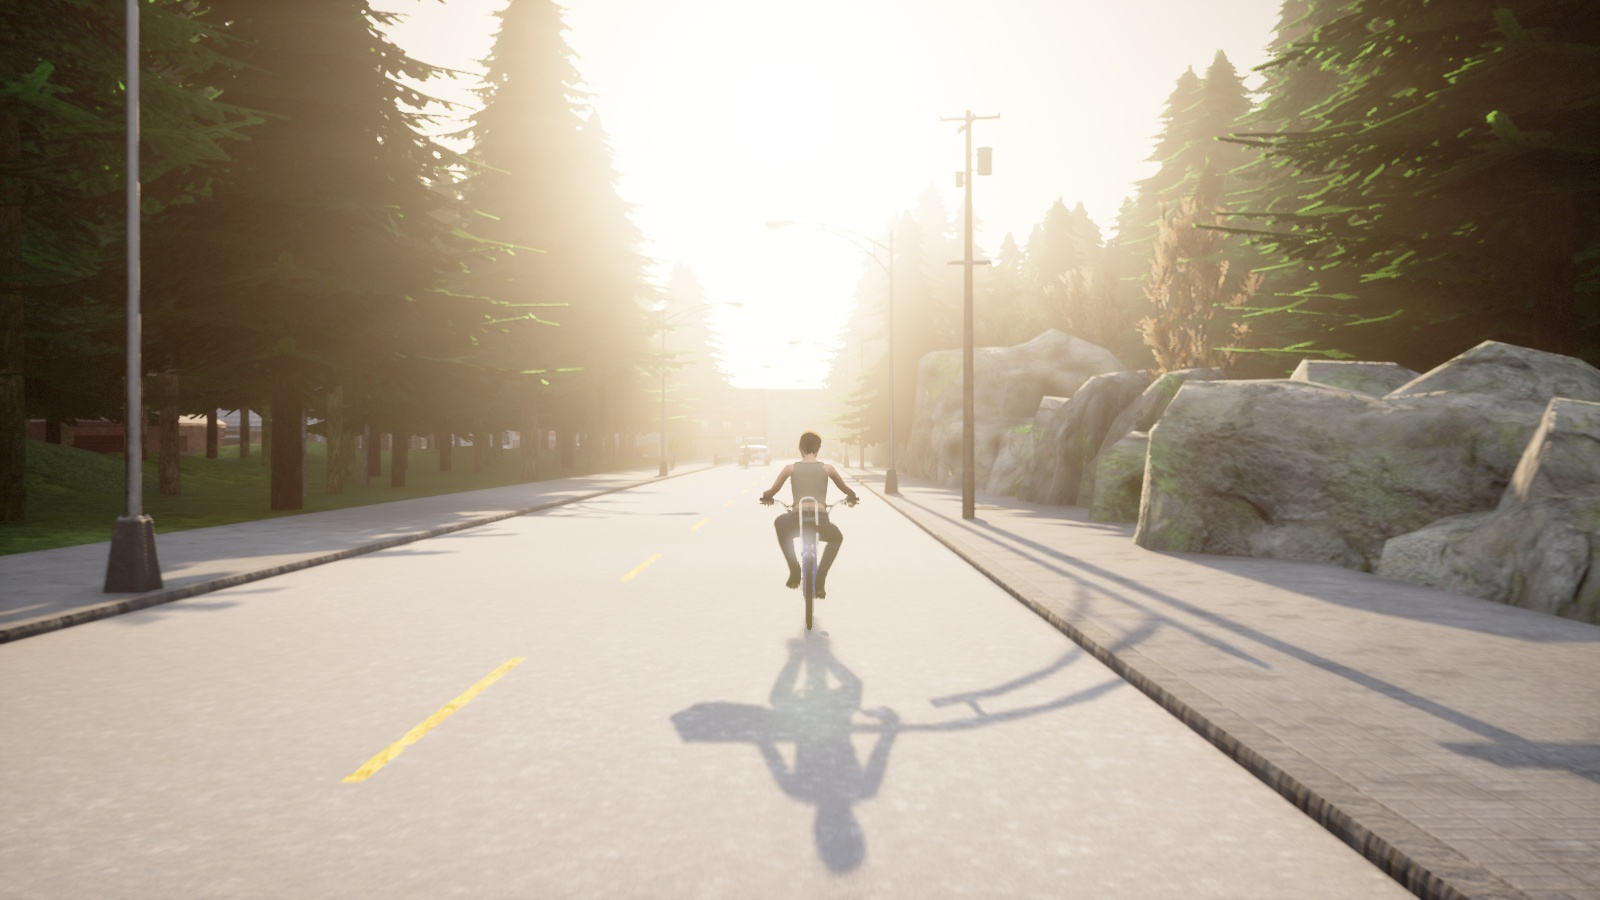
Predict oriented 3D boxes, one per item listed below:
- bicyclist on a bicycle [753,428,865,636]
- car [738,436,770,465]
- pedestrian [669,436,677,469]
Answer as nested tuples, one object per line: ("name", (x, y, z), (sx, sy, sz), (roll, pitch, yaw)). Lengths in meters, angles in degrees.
("bicyclist on a bicycle", (0.079, 0.636, 10.498), (0.866, 1.612, 1.509), (0, 0, 1))
("car", (-3.349, 0.045, 92.296), (2.150, 2.045, 5.566), (0, 0, 0))
("pedestrian", (-7.210, 0.128, 71.219), (0.354, 1.836, 0.706), (0, 0, 2))
